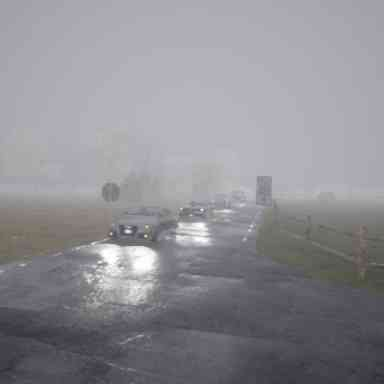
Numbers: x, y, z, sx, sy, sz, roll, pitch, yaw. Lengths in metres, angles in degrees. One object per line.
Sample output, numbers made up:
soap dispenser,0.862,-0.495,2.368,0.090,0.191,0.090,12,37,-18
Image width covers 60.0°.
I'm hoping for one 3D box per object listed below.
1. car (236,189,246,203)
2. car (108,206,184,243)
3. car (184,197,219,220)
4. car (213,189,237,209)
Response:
car,7.409,0.623,53.257,2.150,2.045,5.566,2,1,14
car,-1.980,1.314,14.690,1.994,1.385,4.181,2,1,14
car,0.479,1.253,24.905,1.895,1.301,4.718,2,1,14
car,3.432,0.893,37.144,2.097,1.767,4.553,2,1,13
